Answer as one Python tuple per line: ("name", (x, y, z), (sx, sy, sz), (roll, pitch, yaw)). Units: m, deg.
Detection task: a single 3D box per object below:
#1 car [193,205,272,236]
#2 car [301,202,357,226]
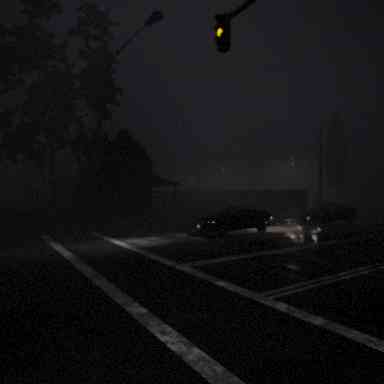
("car", (2.336, 1.499, 18.464), (4.902, 1.511, 2.128), (0, 0, -35))
("car", (9.844, 1.505, 23.819), (4.902, 1.511, 2.128), (0, 0, -35))
